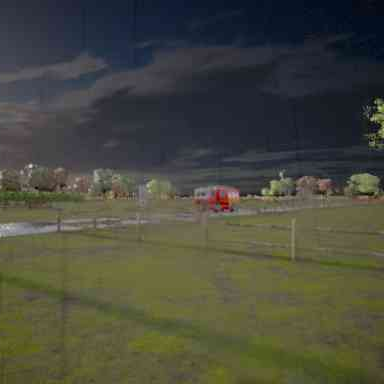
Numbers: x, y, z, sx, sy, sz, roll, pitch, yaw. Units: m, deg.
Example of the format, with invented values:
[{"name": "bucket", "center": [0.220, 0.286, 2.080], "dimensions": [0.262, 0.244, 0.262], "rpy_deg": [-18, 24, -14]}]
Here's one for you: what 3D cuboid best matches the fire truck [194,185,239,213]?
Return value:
[{"name": "fire truck", "center": [3.758, 1.041, 48.959], "dimensions": [2.891, 3.827, 8.468], "rpy_deg": [-2, -2, 36]}]
